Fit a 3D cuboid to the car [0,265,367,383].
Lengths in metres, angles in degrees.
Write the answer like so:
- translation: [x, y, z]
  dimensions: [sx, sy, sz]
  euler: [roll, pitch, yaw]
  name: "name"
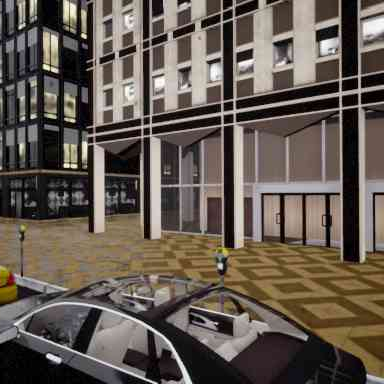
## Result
- translation: [-0.650, 1.551, 3.346]
  dimensions: [4.403, 1.369, 2.008]
  euler: [0, 0, 36]
  name: "car"
